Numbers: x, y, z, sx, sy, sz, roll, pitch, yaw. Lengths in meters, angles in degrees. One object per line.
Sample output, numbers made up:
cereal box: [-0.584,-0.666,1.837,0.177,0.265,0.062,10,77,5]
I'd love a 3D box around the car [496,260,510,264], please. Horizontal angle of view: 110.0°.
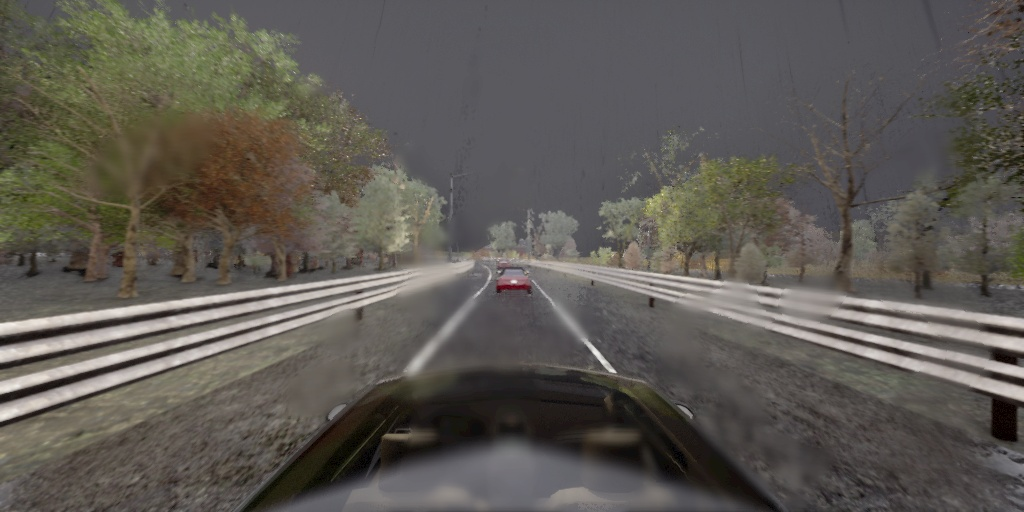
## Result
car: [-1.232,1.265,49.792,1.812,1.442,4.674,1,0,-5]

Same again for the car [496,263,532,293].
car: [0.087,1.325,20.968,1.994,1.385,4.181,0,0,-1]
